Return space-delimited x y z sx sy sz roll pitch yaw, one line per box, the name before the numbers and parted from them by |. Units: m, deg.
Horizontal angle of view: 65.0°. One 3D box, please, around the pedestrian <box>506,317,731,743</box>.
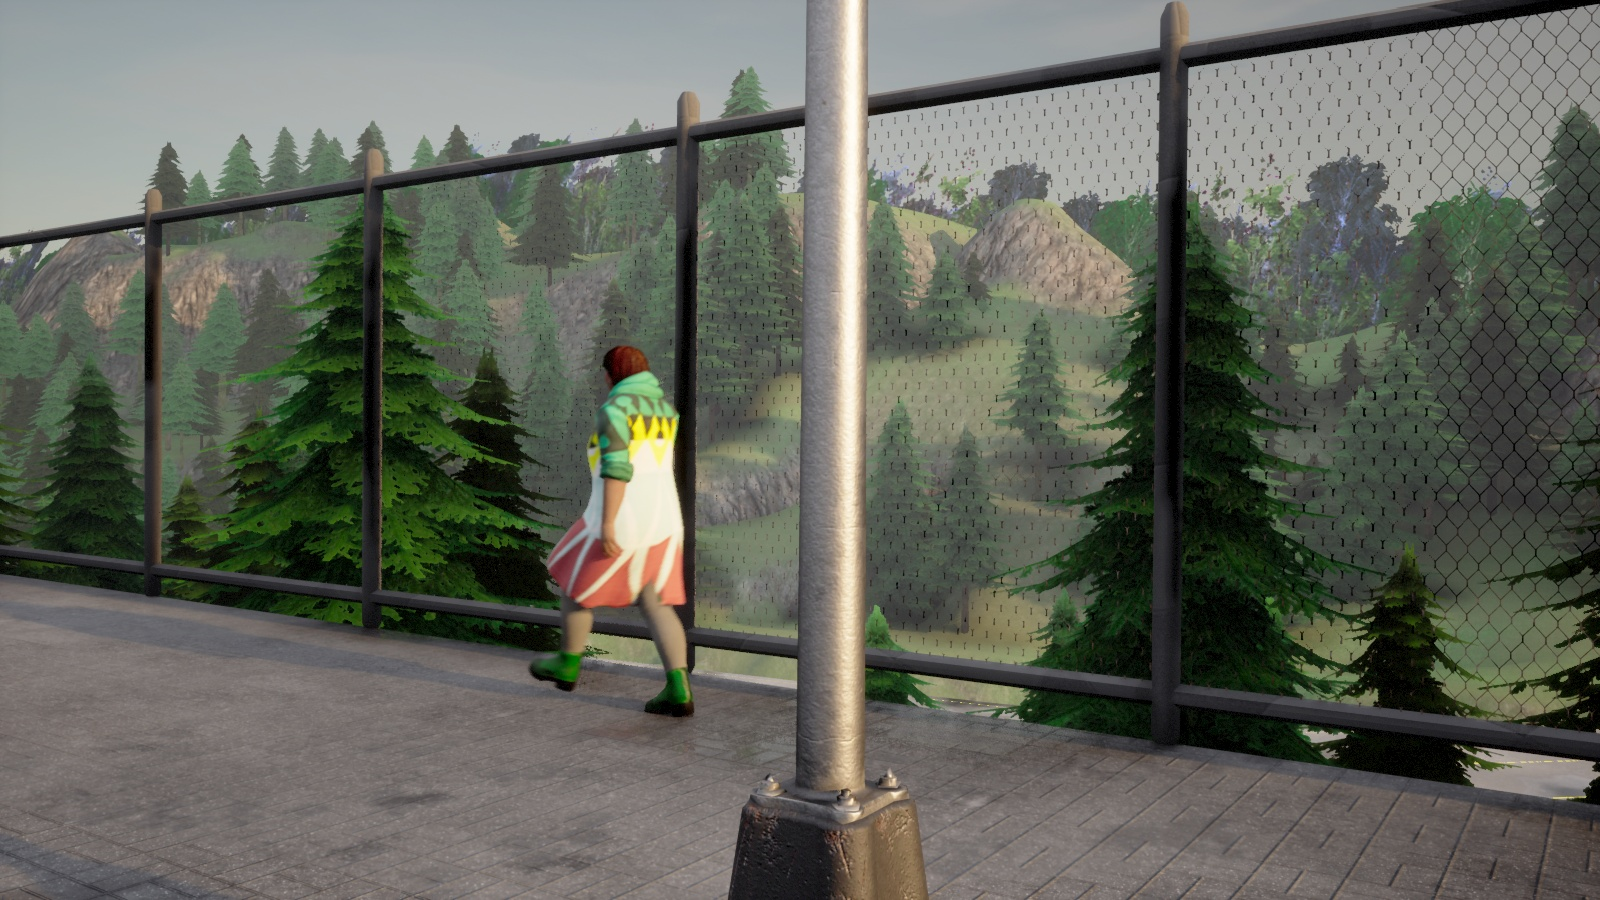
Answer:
pedestrian | -0.900 0.364 6.267 0.873 1.952 0.659 0 1 34
